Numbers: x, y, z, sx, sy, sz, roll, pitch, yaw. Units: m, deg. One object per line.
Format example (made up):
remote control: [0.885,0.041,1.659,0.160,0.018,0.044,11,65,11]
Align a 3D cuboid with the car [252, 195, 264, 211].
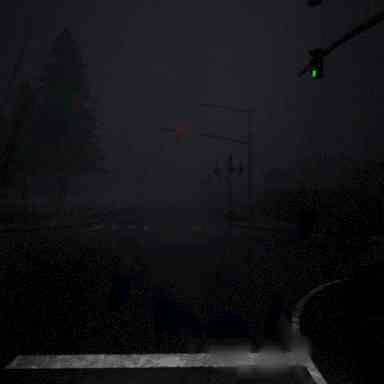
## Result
car: [8.868,1.144,36.301,4.605,1.855,1.932,0,0,-1]

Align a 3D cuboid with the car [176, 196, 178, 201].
car: [-2.198,1.327,71.105,1.812,1.442,4.674,0,0,-13]

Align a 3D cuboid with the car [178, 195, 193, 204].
car: [-0.906,1.518,60.921,2.033,1.411,5.357,0,0,-7]
